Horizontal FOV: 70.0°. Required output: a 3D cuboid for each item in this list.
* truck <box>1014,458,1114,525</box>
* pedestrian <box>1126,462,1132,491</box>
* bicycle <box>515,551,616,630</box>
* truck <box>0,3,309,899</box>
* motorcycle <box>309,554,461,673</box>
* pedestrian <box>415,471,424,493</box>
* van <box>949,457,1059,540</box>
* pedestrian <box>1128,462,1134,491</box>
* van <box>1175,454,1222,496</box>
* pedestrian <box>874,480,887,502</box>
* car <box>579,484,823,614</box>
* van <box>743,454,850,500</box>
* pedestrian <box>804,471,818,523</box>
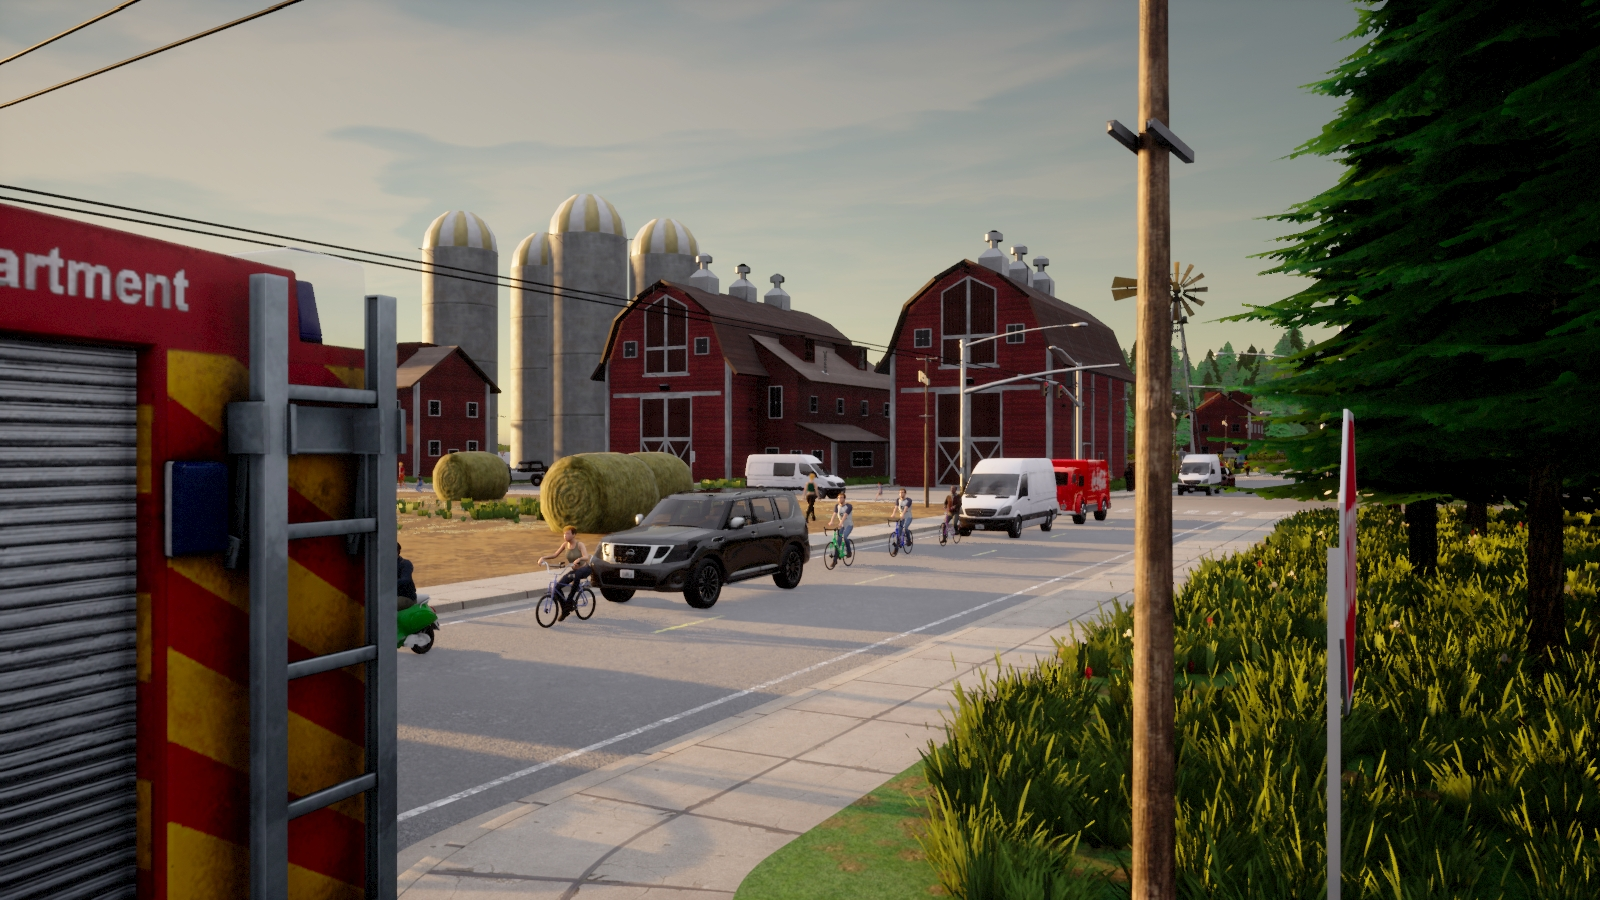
[{"bbox_3d":[10.574,1.568,45.387,2.627,2.467,5.204,0,0,28],"label":"truck"},{"bbox_3d":[21.094,1.695,73.248,0.375,1.860,0.375,0,0,22],"label":"pedestrian"},{"bbox_3d":[-3.798,2.256,18.610,0.859,1.080,1.487,0,0,28],"label":"bicycle"},{"bbox_3d":[-6.021,0.867,3.732,8.468,3.827,2.891,0,0,20],"label":"truck"},{"bbox_3d":[-5.537,2.142,15.341,0.856,1.316,1.805,0,0,28],"label":"motorcycle"},{"bbox_3d":[-23.212,1.951,69.757,0.375,1.300,0.375,0,0,37],"label":"pedestrian"},{"bbox_3d":[7.076,1.534,38.965,1.988,2.561,5.915,0,0,28],"label":"van"},{"bbox_3d":[21.413,1.694,73.917,0.375,1.860,0.375,0,0,21],"label":"pedestrian"},{"bbox_3d":[25.698,1.534,73.537,1.988,2.561,5.915,0,0,28],"label":"van"},{"bbox_3d":[4.037,2.054,57.221,0.500,1.100,0.500,0,0,32],"label":"pedestrian"},{"bbox_3d":[-1.725,1.779,22.456,2.150,2.045,5.566,0,0,27],"label":"car"},{"bbox_3d":[-0.222,1.504,65.674,5.915,2.561,1.988,0,0,27],"label":"van"},{"bbox_3d":[0.393,1.681,41.385,0.375,1.860,0.375,0,0,25],"label":"pedestrian"}]
